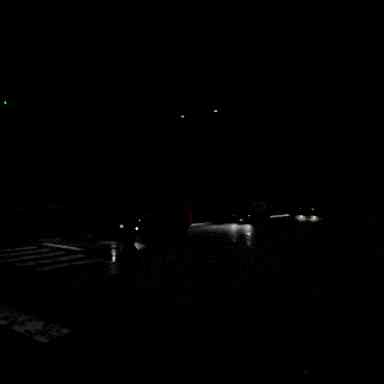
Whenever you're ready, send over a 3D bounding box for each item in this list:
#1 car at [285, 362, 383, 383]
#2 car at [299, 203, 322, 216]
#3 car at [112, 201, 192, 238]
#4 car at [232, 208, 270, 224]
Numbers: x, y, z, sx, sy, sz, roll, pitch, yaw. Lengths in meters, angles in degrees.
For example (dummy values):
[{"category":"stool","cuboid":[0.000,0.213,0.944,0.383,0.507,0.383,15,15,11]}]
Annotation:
[{"category":"car","cuboid":[2.353,1.551,1.274,4.403,1.369,2.008,0,0,36]},{"category":"car","cuboid":[16.693,2.372,46.698,2.097,1.767,4.553,0,-1,36]},{"category":"car","cuboid":[-2.213,1.563,20.279,2.150,2.045,5.566,0,-1,35]},{"category":"car","cuboid":[5.616,2.220,31.278,1.895,1.301,4.718,0,-1,35]}]
